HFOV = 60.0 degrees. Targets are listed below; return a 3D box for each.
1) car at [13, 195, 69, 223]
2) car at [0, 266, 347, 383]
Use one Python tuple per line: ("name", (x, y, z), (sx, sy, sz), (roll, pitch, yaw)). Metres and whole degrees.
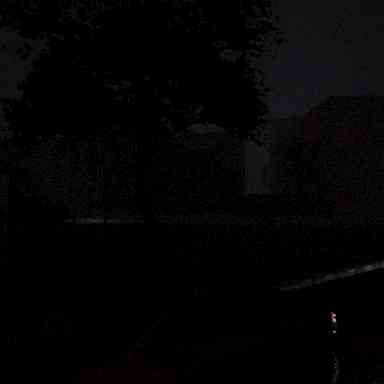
("car", (-11.845, 1.250, 24.000), (5.566, 2.045, 2.150), (0, -1, -39))
("car", (-0.269, 1.581, 3.494), (4.181, 1.385, 1.994), (1, 0, -35))
